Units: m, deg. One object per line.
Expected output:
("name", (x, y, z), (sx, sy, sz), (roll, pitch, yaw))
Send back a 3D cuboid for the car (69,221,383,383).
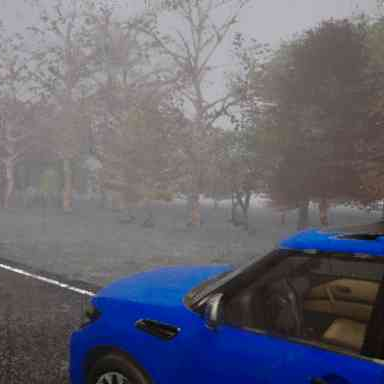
("car", (1.447, 1.255, 2.540), (5.566, 2.045, 2.150), (1, 0, 35))
